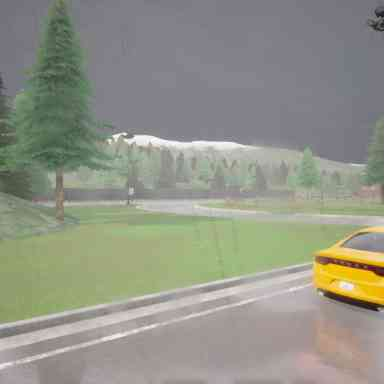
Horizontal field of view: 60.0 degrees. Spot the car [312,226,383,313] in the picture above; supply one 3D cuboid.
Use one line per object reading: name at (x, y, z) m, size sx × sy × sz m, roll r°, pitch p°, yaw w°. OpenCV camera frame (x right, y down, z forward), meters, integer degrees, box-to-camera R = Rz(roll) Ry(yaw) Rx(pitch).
car at (4.700, 1.478, 7.206) m, size 5.008 × 1.535 × 1.882 m, roll 0°, pitch 0°, yaw -35°
